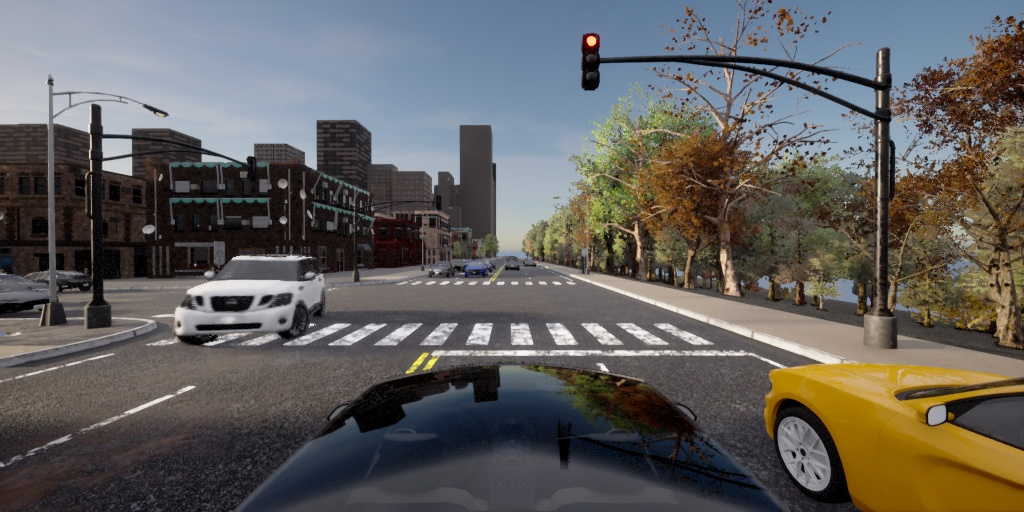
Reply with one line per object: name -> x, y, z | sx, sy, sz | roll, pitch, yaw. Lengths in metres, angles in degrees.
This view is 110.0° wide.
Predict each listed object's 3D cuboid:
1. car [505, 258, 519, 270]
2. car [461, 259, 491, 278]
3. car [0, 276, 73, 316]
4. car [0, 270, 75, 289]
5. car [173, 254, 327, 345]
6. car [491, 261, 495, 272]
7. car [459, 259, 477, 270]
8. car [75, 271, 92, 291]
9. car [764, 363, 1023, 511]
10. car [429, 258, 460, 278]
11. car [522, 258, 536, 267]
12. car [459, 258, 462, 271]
car -> 0.037, 1.295, 51.363 | 1.994, 1.385, 4.181 | 0, 0, 0
car -> -3.381, 1.217, 34.697 | 1.882, 1.535, 5.008 | 0, 0, 0
car -> -19.961, 1.564, 13.498 | 4.313, 1.339, 1.948 | 0, 0, 0
car -> -23.661, 1.506, 16.203 | 4.902, 1.511, 2.128 | -1, 1, 0
car -> -6.718, 0.970, 10.029 | 2.150, 2.045, 5.566 | 1, 0, -19
car -> -3.388, 1.261, 44.093 | 1.812, 1.442, 4.674 | 0, 0, 0
car -> -6.642, 1.222, 54.548 | 2.128, 1.511, 4.902 | 0, 0, 0
car -> -28.305, 1.559, 22.000 | 4.403, 1.370, 2.007 | 0, 0, 0
car -> 3.351, 1.228, 1.397 | 1.882, 1.535, 5.008 | 0, 0, 0
car -> -6.630, 1.231, 34.305 | 2.128, 1.511, 4.902 | 0, 0, 0
car -> 3.266, 1.290, 64.501 | 1.994, 1.385, 4.181 | 0, 0, 1
car -> -6.641, 1.087, 44.179 | 2.097, 1.767, 4.553 | 0, 0, 0
